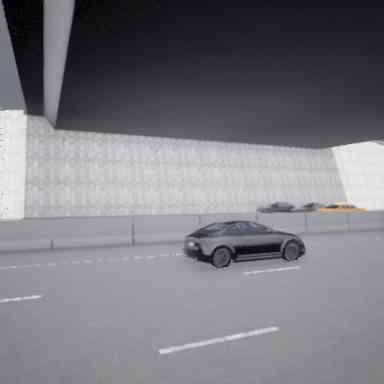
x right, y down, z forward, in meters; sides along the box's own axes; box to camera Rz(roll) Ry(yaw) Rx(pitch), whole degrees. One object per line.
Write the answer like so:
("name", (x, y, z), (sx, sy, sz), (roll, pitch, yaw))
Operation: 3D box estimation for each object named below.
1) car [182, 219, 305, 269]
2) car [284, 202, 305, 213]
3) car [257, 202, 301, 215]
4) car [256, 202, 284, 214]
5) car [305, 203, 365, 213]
("car", (1.784, 1.642, 11.403), (4.181, 1.385, 1.994), (0, 0, -24))
("car", (11.307, 1.755, 31.296), (4.674, 1.442, 1.812), (0, 0, -25))
("car", (10.051, 1.874, 38.429), (4.718, 1.301, 1.895), (0, 0, -24))
("car", (8.770, 1.767, 33.988), (4.674, 1.442, 1.812), (0, 0, -25))
("car", (12.272, 1.687, 27.905), (5.008, 1.535, 1.882), (0, 0, -24))
